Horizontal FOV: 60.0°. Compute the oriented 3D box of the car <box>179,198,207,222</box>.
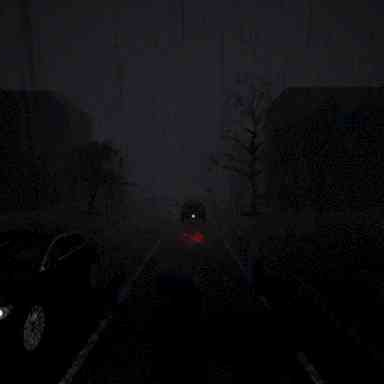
[{"bbox_3d":[0.100,1.459,25.950,1.837,1.490,4.892,0,0,0],"label":"car"}]

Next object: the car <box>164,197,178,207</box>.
[{"bbox_3d":[-3.074,1.461,49.360,2.128,1.511,4.902,0,-1,0],"label":"car"}]

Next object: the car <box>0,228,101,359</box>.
[{"bbox_3d":[-3.101,1.486,6.125,2.128,1.511,4.902,0,0,0],"label":"car"}]

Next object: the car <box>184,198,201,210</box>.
[{"bbox_3d":[0.101,1.474,42.807,2.033,1.411,5.357,0,0,0],"label":"car"}]
